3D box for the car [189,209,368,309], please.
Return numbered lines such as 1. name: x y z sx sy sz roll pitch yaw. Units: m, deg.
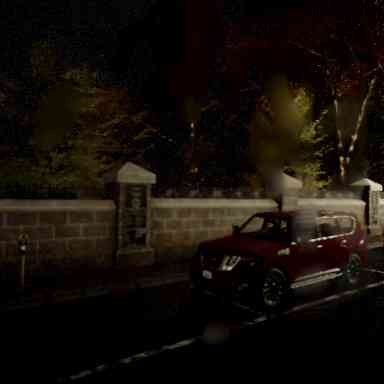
1. car: 2.364 1.385 8.228 5.009 1.841 2.192 1 0 -35
